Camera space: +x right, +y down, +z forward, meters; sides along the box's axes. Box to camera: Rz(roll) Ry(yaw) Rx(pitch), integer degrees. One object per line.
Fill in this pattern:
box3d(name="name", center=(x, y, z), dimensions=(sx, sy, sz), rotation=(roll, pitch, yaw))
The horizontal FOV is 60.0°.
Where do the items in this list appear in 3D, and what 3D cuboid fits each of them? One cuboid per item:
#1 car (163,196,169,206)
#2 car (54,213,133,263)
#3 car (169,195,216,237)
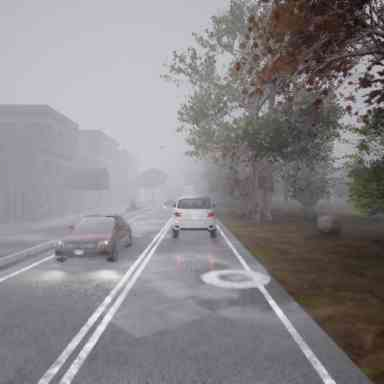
box3d(name="car", center=(-3.284, 1.328, 52.288), dimensions=(2.097, 1.767, 4.553), rotation=(0, 0, 0))
box3d(name="car", center=(-3.344, 1.526, 12.180), dimensions=(1.812, 1.442, 4.674), rotation=(0, 0, 0))
box3d(name="car", center=(0.109, 1.221, 18.208), dimensions=(2.150, 2.045, 5.566), rotation=(0, 0, 0))
